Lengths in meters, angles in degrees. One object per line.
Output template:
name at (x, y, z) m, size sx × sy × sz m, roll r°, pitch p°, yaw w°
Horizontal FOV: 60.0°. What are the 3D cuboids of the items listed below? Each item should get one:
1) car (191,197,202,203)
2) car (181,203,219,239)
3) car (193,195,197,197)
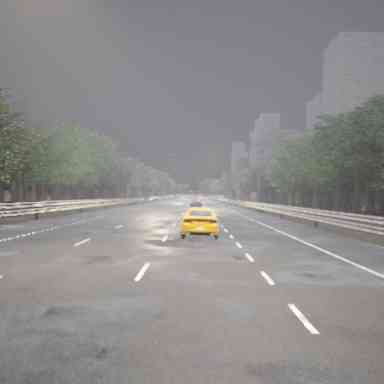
car at (0.736, 1.993, 55.712) m, size 2.128 × 1.511 × 4.902 m, roll 1°, pitch -1°, yaw 0°
car at (0.426, 1.633, 18.584) m, size 1.882 × 1.535 × 5.008 m, roll 1°, pitch 0°, yaw 1°
car at (1.070, 2.354, 95.400) m, size 1.882 × 1.535 × 5.008 m, roll 1°, pitch 0°, yaw 0°
